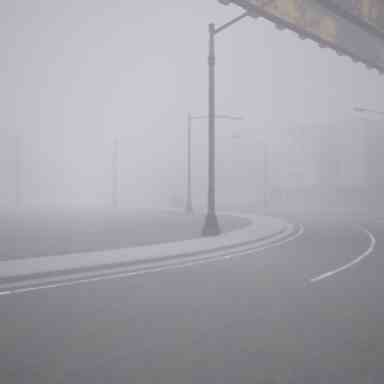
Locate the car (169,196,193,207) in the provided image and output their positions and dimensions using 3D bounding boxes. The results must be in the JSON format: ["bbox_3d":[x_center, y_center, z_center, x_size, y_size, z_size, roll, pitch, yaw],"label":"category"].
[{"bbox_3d":[-1.743,1.416,53.060,2.097,1.767,4.553,0,0,-36],"label":"car"}]
